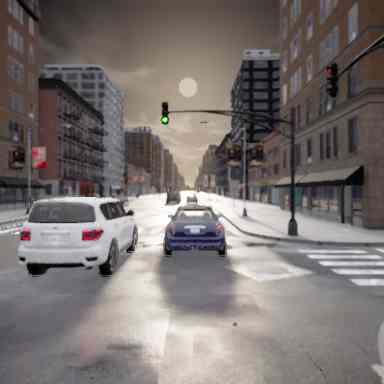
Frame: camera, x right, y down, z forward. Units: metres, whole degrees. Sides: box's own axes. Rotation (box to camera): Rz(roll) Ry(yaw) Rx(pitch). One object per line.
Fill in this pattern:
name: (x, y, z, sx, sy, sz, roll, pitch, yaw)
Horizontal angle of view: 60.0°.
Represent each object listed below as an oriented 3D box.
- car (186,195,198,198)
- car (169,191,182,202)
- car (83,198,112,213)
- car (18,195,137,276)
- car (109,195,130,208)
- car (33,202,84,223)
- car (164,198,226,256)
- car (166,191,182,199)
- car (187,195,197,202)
car: (0.013, 1.187, 55.078, 2.128, 1.511, 4.902, 0, 0, 0)
car: (-3.234, 0.854, 66.216, 2.150, 2.045, 5.566, 0, 0, 0)
car: (-9.853, 1.374, 35.013, 1.994, 1.385, 4.181, 0, 0, -1)
car: (-3.149, 1.167, 10.344, 2.150, 2.045, 5.566, 0, 0, 0)
car: (-9.816, 1.256, 45.415, 1.837, 1.490, 4.892, 0, 0, 0)
car: (-9.843, 1.466, 24.983, 1.895, 1.301, 4.718, 0, 0, 0)
car: (0.100, 1.282, 12.990, 2.097, 1.767, 4.553, 0, 0, 0)
car: (-3.150, 0.913, 55.826, 2.150, 2.045, 5.566, 0, 0, 0)
car: (0.016, 1.239, 65.528, 1.895, 1.301, 4.718, 0, 0, 0)
